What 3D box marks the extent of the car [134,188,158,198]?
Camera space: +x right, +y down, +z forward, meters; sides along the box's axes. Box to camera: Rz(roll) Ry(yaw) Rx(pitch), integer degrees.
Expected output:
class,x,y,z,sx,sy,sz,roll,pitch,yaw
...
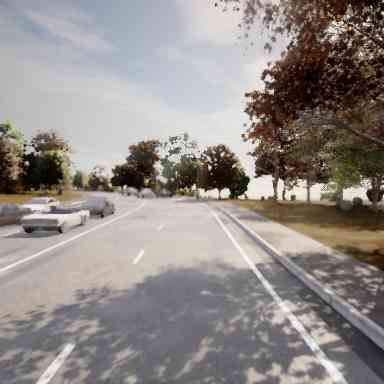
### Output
class,x,y,z,sx,sy,sz,roll,pitch,yaw
car,-8.012,0.278,57.569,1.812,1.442,4.674,1,1,-25

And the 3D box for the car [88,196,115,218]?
class,x,y,z,sx,sy,sz,roll,pitch,yaw
car,-6.980,1.073,24.740,1.812,1.442,4.674,0,1,0

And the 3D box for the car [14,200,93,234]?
class,x,y,z,sx,sy,sz,roll,pitch,yaw
car,-6.983,1.325,17.459,1.895,1.301,4.718,0,1,0

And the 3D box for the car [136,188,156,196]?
class,x,y,z,sx,sy,sz,roll,pitch,yaw
car,-9.487,-0.088,68.529,2.128,1.511,4.902,1,1,-35

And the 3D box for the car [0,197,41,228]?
class,x,y,z,sx,sy,sz,roll,pitch,yaw
car,-10.479,1.257,17.802,2.033,1.411,5.357,0,1,0

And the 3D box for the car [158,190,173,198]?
class,x,y,z,sx,sy,sz,roll,pitch,yaw
car,-5.046,0.374,59.527,1.895,1.301,4.718,1,1,-25

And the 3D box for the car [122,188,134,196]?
class,x,y,z,sx,sy,sz,roll,pitch,yaw
car,-12.465,-0.034,66.683,1.812,1.442,4.674,1,1,-35

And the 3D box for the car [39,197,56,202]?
class,x,y,z,sx,sy,sz,roll,pitch,yaw
car,-10.498,1.105,23.155,1.812,1.442,4.674,0,1,1
